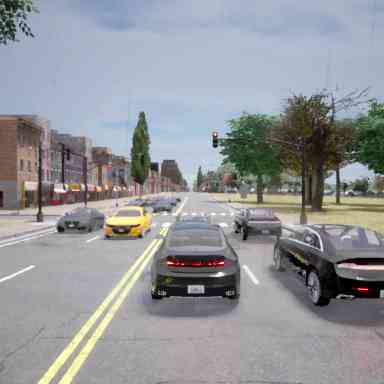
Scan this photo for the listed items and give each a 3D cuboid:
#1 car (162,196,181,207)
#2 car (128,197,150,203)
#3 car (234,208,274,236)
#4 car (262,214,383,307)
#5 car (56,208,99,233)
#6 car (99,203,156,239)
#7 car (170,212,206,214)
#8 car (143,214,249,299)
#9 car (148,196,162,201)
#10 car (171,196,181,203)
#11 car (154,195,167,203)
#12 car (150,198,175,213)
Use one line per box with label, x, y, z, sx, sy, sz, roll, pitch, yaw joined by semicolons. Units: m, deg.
car;-3.365;1.584;54.304;2.033;1.411;5.357;0;0;0
car;-6.616;1.676;38.937;2.033;1.411;5.357;0;0;0
car;3.290;1.577;17.236;2.128;1.511;4.902;0;0;0
car;3.327;1.515;8.026;2.128;1.511;4.902;0;0;0
car;-6.609;1.667;20.245;1.994;1.385;4.181;0;0;0
car;-3.357;1.569;18.273;1.882;1.535;5.008;0;0;0
car;0.045;1.689;17.771;1.895;1.301;4.718;0;0;0
car;0.078;1.531;8.466;1.837;1.490;4.892;0;0;0
car;-6.617;1.529;54.273;2.128;1.511;4.902;0;0;-1
car;-3.279;1.504;69.204;1.895;1.301;4.718;0;1;0
car;-6.529;1.450;69.256;2.033;1.411;5.357;0;0;0
car;-3.364;1.693;39.027;1.994;1.385;4.181;0;0;0
